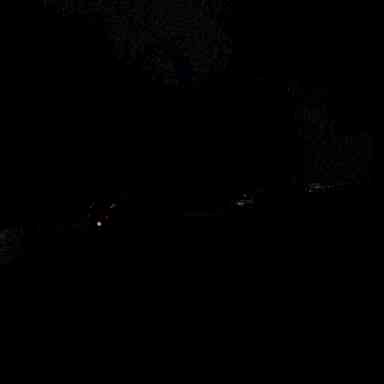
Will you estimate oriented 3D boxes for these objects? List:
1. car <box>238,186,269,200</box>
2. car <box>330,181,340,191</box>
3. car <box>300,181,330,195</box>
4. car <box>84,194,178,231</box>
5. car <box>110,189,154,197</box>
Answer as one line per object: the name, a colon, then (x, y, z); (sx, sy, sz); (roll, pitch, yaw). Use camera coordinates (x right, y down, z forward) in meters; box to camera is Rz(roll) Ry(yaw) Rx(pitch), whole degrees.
car: (6.330, 0.081, 34.098); (1.994, 1.385, 4.181); (0, 3, 36)
car: (20.970, -0.934, 49.977); (2.033, 1.411, 5.357); (0, 3, 32)
car: (15.346, -0.463, 41.337); (1.812, 1.442, 4.674); (0, 3, 35)
car: (-2.784, 1.014, 16.439); (1.895, 1.301, 4.718); (0, 3, 36)
car: (-3.958, 0.654, 20.075); (2.097, 1.767, 4.553); (0, 3, 36)
